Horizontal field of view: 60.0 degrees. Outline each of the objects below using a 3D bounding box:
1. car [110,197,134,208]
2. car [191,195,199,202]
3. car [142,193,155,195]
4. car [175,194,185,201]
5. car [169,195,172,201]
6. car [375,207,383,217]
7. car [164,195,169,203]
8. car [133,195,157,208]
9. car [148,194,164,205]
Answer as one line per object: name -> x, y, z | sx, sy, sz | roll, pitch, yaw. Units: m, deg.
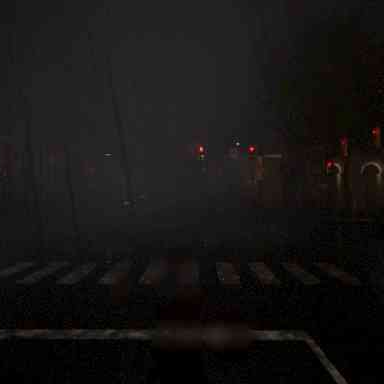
car -> -10.267, 1.575, 47.920 | 2.033, 1.411, 5.357 | 0, 0, 1
car -> 0.720, 1.495, 78.613 | 2.128, 1.511, 4.902 | 0, 0, 1
car -> -9.923, 1.266, 70.500 | 2.150, 2.045, 5.566 | 0, 0, 1
car -> -2.780, 1.324, 78.642 | 2.097, 1.767, 4.553 | 0, 0, 1
car -> -6.184, 1.504, 84.217 | 1.882, 1.535, 5.008 | 0, 0, 1
car -> 18.596, 1.542, 29.187 | 4.674, 1.442, 1.812 | 0, 0, 1
car -> -6.437, 1.635, 69.616 | 1.895, 1.301, 4.718 | 0, 0, 1
car -> -6.677, 1.575, 47.783 | 2.033, 1.411, 5.357 | 0, 0, -1
car -> -6.657, 1.560, 59.449 | 1.812, 1.442, 4.674 | 0, 0, 1
